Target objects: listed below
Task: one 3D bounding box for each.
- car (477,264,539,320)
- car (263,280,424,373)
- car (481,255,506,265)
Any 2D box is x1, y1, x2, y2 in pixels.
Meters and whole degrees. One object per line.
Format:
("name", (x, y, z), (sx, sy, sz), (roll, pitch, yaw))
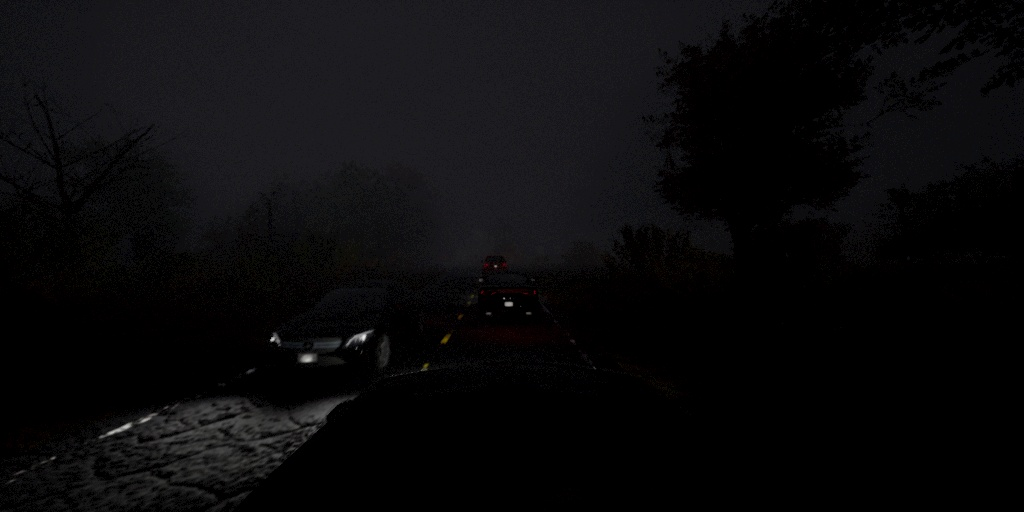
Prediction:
("car", (-0.181, 1.225, 12.726), (1.882, 1.535, 5.008), (0, 0, -2))
("car", (-3.153, 1.279, 7.750), (1.812, 1.442, 4.674), (0, 0, -1))
("car", (-1.669, 0.966, 33.218), (2.150, 2.045, 5.566), (0, 0, -6))
